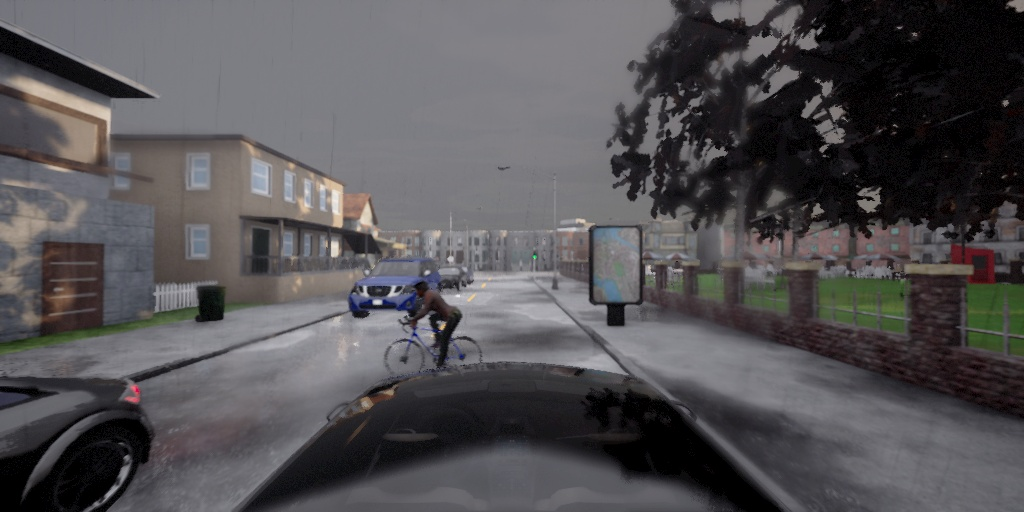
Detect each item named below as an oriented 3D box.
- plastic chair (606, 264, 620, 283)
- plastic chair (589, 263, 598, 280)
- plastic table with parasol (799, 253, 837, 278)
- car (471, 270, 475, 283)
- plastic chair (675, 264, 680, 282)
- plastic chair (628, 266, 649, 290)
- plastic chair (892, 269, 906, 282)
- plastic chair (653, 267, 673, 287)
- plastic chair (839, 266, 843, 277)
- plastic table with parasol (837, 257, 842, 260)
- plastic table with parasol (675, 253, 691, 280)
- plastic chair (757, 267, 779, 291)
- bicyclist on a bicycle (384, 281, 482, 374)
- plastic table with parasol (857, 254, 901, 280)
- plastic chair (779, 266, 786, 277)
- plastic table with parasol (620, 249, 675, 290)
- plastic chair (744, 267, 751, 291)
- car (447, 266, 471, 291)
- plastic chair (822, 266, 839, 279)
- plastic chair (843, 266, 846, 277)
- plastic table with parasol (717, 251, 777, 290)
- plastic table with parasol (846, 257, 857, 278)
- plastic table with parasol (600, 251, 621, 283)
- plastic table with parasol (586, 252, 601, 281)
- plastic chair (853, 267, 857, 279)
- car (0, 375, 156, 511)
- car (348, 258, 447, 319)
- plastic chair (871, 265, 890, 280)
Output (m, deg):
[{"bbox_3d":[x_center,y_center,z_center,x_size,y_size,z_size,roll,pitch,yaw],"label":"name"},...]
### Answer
[{"bbox_3d":[9.512,1.618,33.494,0.730,1.272,0.750,0,0,-35],"label":"plastic chair"},{"bbox_3d":[8.478,1.700,38.717,0.730,1.272,0.750,0,0,-35],"label":"plastic chair"},{"bbox_3d":[28.524,0.984,33.862,2.482,2.480,2.482,0,0,-39],"label":"plastic table with parasol"},{"bbox_3d":[-4.226,1.549,29.539,1.812,1.442,4.674,0,-1,0],"label":"car"},{"bbox_3d":[13.539,1.585,30.568,0.730,1.272,0.750,0,0,-35],"label":"plastic chair"},{"bbox_3d":[8.856,1.543,25.050,0.730,1.272,0.750,0,0,-35],"label":"plastic chair"},{"bbox_3d":[34.091,1.624,31.445,0.750,1.272,0.730,0,0,-40],"label":"plastic chair"},{"bbox_3d":[10.563,1.536,24.965,0.750,1.272,0.730,0,0,-40],"label":"plastic chair"},{"bbox_3d":[35.641,1.702,39.390,0.750,1.272,0.730,0,0,0],"label":"plastic chair"},{"bbox_3d":[35.715,1.110,40.633,2.482,2.480,2.482,0,0,0],"label":"plastic table with parasol"},{"bbox_3d":[14.485,0.961,31.462,2.482,2.480,2.482,0,0,-42],"label":"plastic table with parasol"},{"bbox_3d":[15.900,1.494,22.259,0.750,1.272,0.730,0,0,-40],"label":"plastic chair"},{"bbox_3d":[-1.334,1.243,6.004,1.656,1.620,0.582,-2,-1,0],"label":"bicyclist on a bicycle"},{"bbox_3d":[33.352,1.030,32.439,2.482,2.480,2.482,0,0,-40],"label":"plastic table with parasol"},{"bbox_3d":[28.784,1.567,38.750,0.750,1.272,0.730,0,0,-40],"label":"plastic chair"},{"bbox_3d":[9.823,0.920,25.957,2.482,2.480,2.482,0,0,-40],"label":"plastic table with parasol"},{"bbox_3d":[14.193,1.505,22.345,0.730,1.272,0.750,0,0,-35],"label":"plastic chair"},{"bbox_3d":[-4.136,1.447,23.985,1.882,1.535,5.008,0,-1,0],"label":"car"},{"bbox_3d":[29.351,1.568,33.023,0.750,1.272,0.730,0,0,-44],"label":"plastic chair"},{"bbox_3d":[35.217,1.681,37.312,0.750,1.272,0.730,0,0,-40],"label":"plastic chair"},{"bbox_3d":[15.161,0.902,23.253,2.482,2.480,2.482,0,0,-40],"label":"plastic table with parasol"},{"bbox_3d":[35.968,1.067,36.286,2.482,2.480,2.482,0,0,-40],"label":"plastic table with parasol"},{"bbox_3d":[10.479,1.023,34.402,2.482,2.480,2.482,0,0,-40],"label":"plastic table with parasol"},{"bbox_3d":[9.446,1.105,39.625,2.482,2.480,2.482,0,0,-40],"label":"plastic table with parasol"},{"bbox_3d":[32.601,1.644,33.465,0.750,1.272,0.730,0,0,-40],"label":"plastic chair"},{"bbox_3d":[-4.090,1.311,1.337,1.994,1.385,4.181,0,-1,0],"label":"car"},{"bbox_3d":[-4.172,1.089,13.832,2.150,2.045,5.566,0,0,0],"label":"car"},{"bbox_3d":[32.385,1.625,31.531,0.730,1.272,0.750,0,0,-35],"label":"plastic chair"}]
